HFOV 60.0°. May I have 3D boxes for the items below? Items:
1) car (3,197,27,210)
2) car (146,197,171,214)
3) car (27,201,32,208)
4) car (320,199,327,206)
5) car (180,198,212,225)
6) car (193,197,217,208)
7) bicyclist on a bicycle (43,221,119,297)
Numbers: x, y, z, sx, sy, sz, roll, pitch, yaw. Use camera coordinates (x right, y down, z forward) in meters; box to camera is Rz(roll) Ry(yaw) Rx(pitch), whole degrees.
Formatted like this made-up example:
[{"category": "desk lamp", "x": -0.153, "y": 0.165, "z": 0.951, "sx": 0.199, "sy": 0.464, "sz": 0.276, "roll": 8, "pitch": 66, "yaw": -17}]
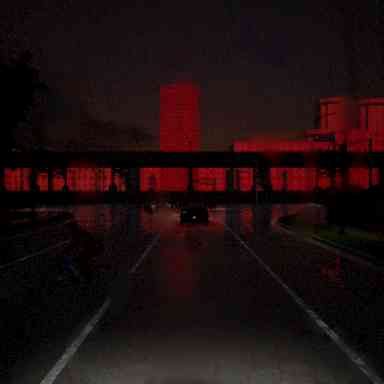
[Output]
[{"category": "car", "x": -23.615, "y": 1.600, "z": 41.201, "sx": 4.718, "sy": 1.301, "sz": 1.895, "roll": 0, "pitch": 0, "yaw": 2}, {"category": "car", "x": -3.588, "y": 1.341, "z": 35.273, "sx": 2.097, "sy": 1.767, "sz": 4.553, "roll": -1, "pitch": 0, "yaw": -16}, {"category": "car", "x": -23.976, "y": 1.477, "z": 44.715, "sx": 5.008, "sy": 1.535, "sz": 1.882, "roll": 0, "pitch": 0, "yaw": 2}, {"category": "car", "x": 22.094, "y": 1.386, "z": 50.527, "sx": 4.892, "sy": 1.490, "sz": 1.837, "roll": -1, "pitch": 0, "yaw": 2}, {"category": "car", "x": 0.169, "y": 1.478, "z": 23.803, "sx": 1.882, "sy": 1.535, "sz": 5.008, "roll": 0, "pitch": 0, "yaw": 0}, {"category": "car", "x": 0.844, "y": 1.489, "z": 43.964, "sx": 4.892, "sy": 1.490, "sz": 1.837, "roll": 0, "pitch": 0, "yaw": 2}, {"category": "bicyclist on a bicycle", "x": -2.398, "y": 1.455, "z": 7.153, "sx": 1.656, "sy": 1.620, "sz": 0.582, "roll": -2, "pitch": 0, "yaw": 0}]
